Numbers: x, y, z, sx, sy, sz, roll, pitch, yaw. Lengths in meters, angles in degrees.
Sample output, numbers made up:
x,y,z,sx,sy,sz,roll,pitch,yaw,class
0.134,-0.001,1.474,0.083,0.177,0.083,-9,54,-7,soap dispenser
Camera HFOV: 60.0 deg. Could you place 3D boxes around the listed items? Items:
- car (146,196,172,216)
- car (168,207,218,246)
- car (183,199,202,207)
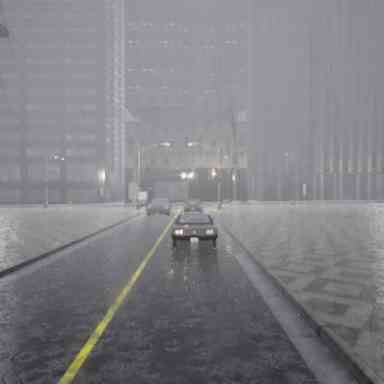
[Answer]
x,y,z,sx,sy,sz,roll,pitch,yaw,class
-3.012,1.320,31.396,2.097,1.767,4.553,0,0,0,car
0.100,1.586,15.191,1.895,1.301,4.718,0,0,0,car
0.098,1.493,34.166,1.812,1.442,4.674,0,0,0,car
